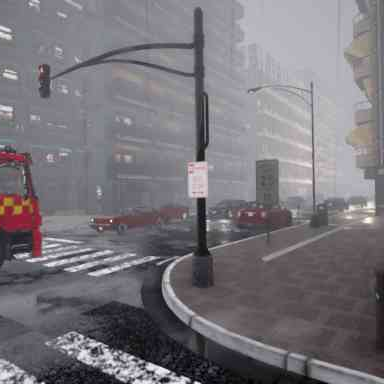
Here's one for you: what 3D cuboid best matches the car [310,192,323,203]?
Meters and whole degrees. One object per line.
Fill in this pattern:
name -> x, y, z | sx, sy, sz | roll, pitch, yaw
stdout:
car -> 20.729, 0.930, 55.931 | 2.192, 1.841, 5.009 | -1, 0, 36

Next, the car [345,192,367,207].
car -> 20.817, 1.087, 41.840 | 1.887, 1.381, 4.507 | -1, 0, 36

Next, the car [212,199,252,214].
car -> 4.028, 1.383, 33.059 | 2.008, 1.369, 4.403 | -1, 0, 36

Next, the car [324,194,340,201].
car -> 27.415, 1.083, 65.079 | 2.008, 1.369, 4.403 | -1, 0, 36

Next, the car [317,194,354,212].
car -> 14.136, 1.195, 32.692 | 1.947, 1.339, 4.313 | -1, 0, 36

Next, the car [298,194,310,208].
car -> 12.098, 1.209, 39.689 | 1.837, 1.490, 4.892 | -1, 0, 36

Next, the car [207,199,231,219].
car -> 3.102, 1.327, 27.412 | 1.837, 1.490, 4.892 | -1, 0, 36

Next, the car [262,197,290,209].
car -> 10.711, 1.310, 42.208 | 1.947, 1.339, 4.313 | -1, 0, 36

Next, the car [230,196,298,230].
car -> 4.203, 1.200, 18.906 | 1.967, 1.590, 4.097 | -1, 0, 36

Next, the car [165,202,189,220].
car -> -2.003, 1.458, 24.954 | 1.887, 1.381, 4.507 | -1, 0, 36

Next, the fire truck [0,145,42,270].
fire truck -> -7.869, 0.336, 7.089 | 2.891, 3.827, 8.468 | 0, 0, 36

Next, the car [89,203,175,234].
car -> -3.334, 1.511, 18.574 | 1.895, 1.301, 4.718 | -1, 0, 35
